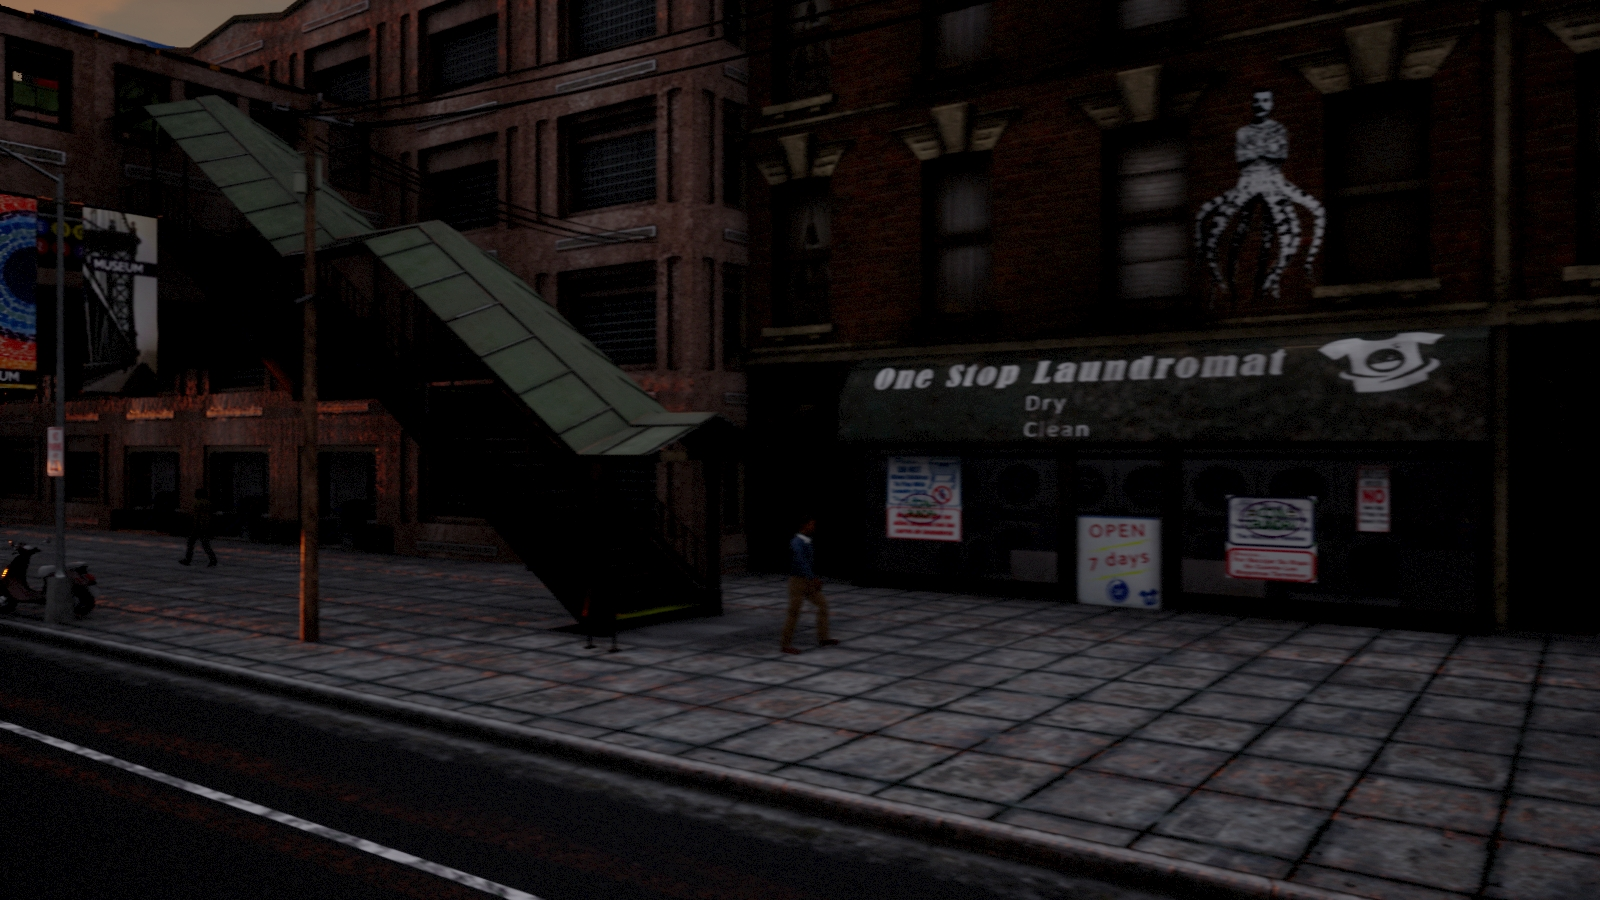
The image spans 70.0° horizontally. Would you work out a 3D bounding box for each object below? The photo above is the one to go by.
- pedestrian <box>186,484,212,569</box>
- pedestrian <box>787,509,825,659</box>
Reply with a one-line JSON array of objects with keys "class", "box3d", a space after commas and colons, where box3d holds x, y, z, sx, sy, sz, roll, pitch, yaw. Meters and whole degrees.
[{"class": "pedestrian", "box3d": [-13.415, 1.696, 25.507, 0.375, 1.860, 0.375, 0, 0, 18]}, {"class": "pedestrian", "box3d": [0.079, 1.696, 14.582, 0.375, 1.860, 0.375, 0, 0, 21]}]
